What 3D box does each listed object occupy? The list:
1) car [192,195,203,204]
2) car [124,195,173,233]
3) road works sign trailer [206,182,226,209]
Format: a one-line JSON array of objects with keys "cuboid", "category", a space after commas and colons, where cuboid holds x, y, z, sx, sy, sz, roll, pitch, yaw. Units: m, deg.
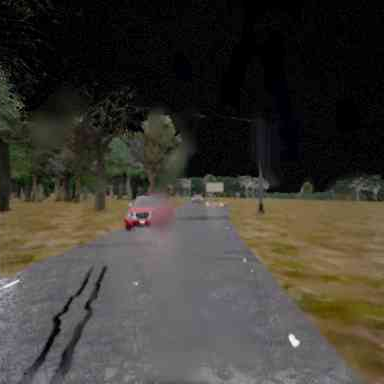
[{"cuboid": [1.048, 1.270, 61.708, 2.097, 1.767, 4.553, 0, 0, 3], "category": "car"}, {"cuboid": [-2.416, 1.196, 20.009, 2.150, 2.045, 5.566, 0, 0, 4], "category": "car"}, {"cuboid": [3.044, 0.411, 44.602, 2.380, 3.560, 2.880, 0, 0, 5], "category": "road works sign trailer"}]
